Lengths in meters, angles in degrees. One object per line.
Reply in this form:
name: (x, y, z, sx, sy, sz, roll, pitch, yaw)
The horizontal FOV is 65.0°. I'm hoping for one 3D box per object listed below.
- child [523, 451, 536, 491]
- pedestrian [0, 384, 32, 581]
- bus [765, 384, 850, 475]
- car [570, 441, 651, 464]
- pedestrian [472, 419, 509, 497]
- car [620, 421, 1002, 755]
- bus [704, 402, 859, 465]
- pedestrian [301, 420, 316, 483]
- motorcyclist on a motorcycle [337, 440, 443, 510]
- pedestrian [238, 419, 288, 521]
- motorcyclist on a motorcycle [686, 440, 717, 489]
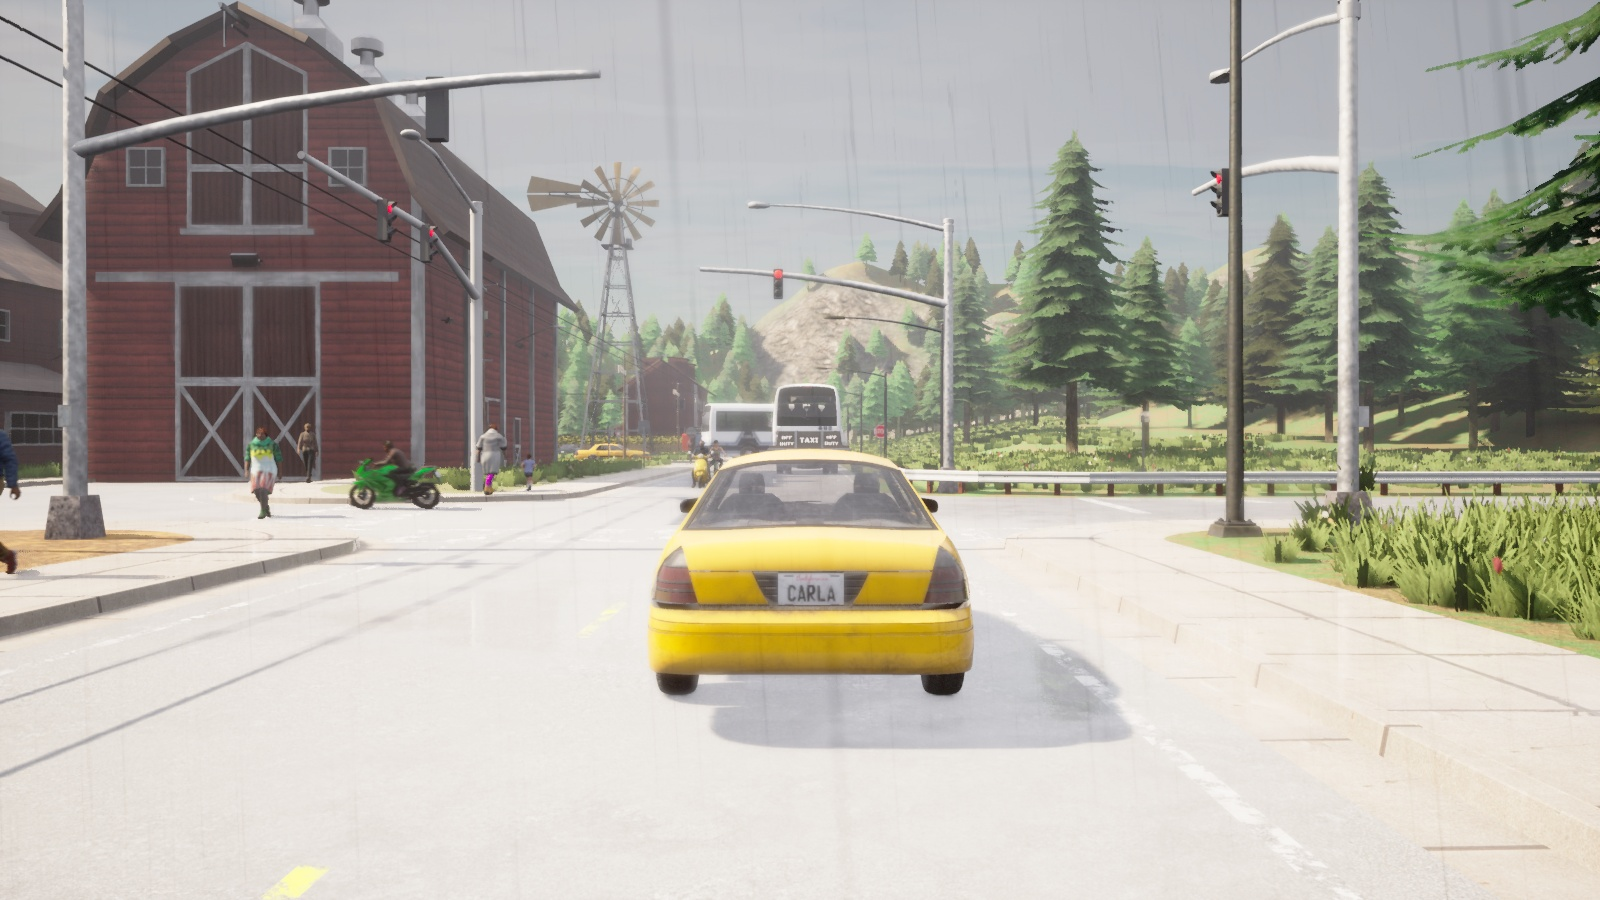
child: (-7.590, 0.577, 35.212, 0.255, 1.110, 0.394, 0, 0, 5)
pedestrian: (-8.116, 0.320, 12.425, 0.423, 1.949, 0.788, 0, 0, 17)
bus: (0.361, -0.989, 63.582, 3.944, 4.253, 10.273, 0, 0, 0)
car: (-13.052, 0.186, 86.800, 5.366, 1.575, 1.801, 0, 0, -1)
pedestrian: (-7.873, 0.190, 32.001, 0.659, 1.952, 0.873, 0, 0, 5)
car: (0.063, 0.637, 8.603, 1.801, 1.575, 5.366, 0, 0, 0)
bus: (-1.354, -1.130, 88.976, 10.273, 4.253, 3.944, 0, 0, -15)
pedestrian: (-14.380, 0.038, 36.739, 0.331, 1.846, 0.634, 0, 0, -14)
motorcyclist on a motorcycle: (-8.948, 0.540, 27.458, 2.044, 1.523, 0.797, 0, 0, -1)
pedestrian: (-10.468, 0.375, 24.498, 0.659, 1.952, 0.873, 0, 0, -4)
motorcyclist on a motorcycle: (-3.259, 0.462, 41.690, 0.866, 1.590, 1.817, 0, 0, 0)
